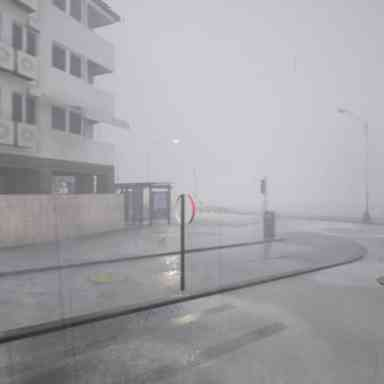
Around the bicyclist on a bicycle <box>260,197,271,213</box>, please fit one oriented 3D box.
[{"bbox_3d":[7.656,1.389,34.535,1.656,1.620,0.582,0,0,-35],"label":"bicyclist on a bicycle"}]
